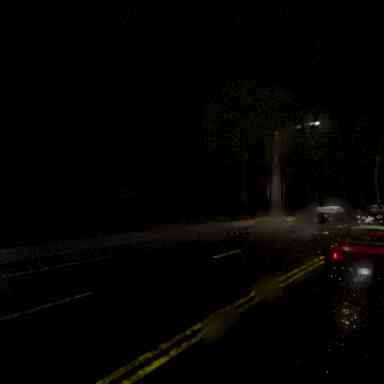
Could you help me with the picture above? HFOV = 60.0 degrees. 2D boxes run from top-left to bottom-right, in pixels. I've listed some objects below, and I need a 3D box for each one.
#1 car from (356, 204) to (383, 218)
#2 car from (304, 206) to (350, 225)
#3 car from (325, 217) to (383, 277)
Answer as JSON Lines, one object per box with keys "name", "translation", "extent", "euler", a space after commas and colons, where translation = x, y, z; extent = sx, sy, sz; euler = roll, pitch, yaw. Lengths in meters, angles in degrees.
{"name": "car", "translation": [13.621, 1.655, 24.361], "extent": [1.837, 1.490, 4.892], "euler": [-1, -1, 45]}
{"name": "car", "translation": [10.559, 1.795, 25.889], "extent": [1.895, 1.301, 4.718], "euler": [-1, -1, 44]}
{"name": "car", "translation": [5.580, 1.670, 9.940], "extent": [1.895, 1.301, 4.718], "euler": [-1, -1, 37]}
